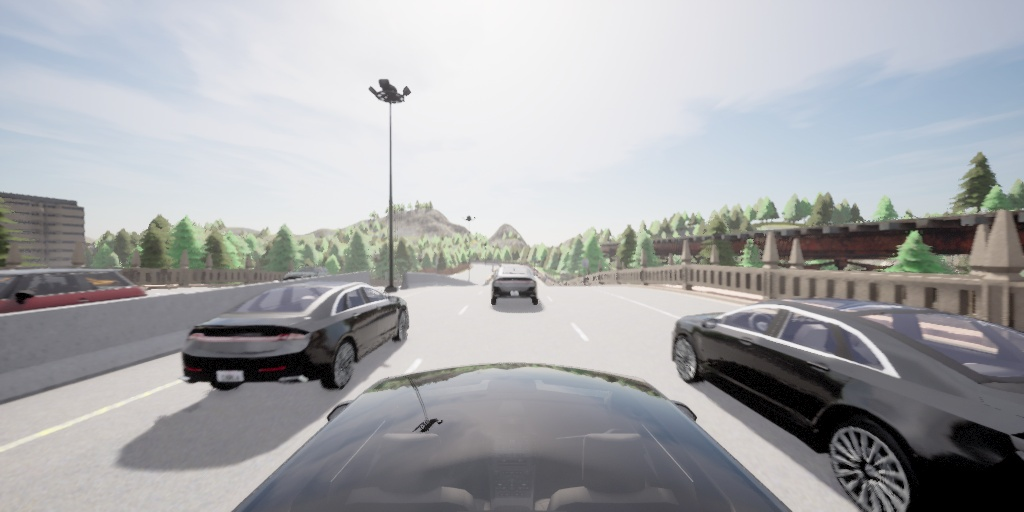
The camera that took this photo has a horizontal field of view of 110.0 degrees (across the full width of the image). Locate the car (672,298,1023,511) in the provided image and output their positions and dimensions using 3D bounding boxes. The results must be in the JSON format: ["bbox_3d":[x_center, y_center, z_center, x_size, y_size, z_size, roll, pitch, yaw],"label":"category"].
[{"bbox_3d":[3.600,1.230,4.123,2.128,1.511,4.902,0,0,0],"label":"car"}]

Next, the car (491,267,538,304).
[{"bbox_3d":[0.098,1.213,15.880,2.128,1.511,4.902,0,-1,0],"label":"car"}]

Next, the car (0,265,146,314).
[{"bbox_3d":[-10.600,1.075,7.521,2.097,1.767,4.553,0,0,0],"label":"car"}]

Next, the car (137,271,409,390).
[{"bbox_3d":[-3.400,1.219,6.749,2.128,1.511,4.902,0,0,0],"label":"car"}]

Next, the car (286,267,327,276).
[{"bbox_3d":[-17.593,1.710,31.144,2.097,1.767,4.553,0,-4,0],"label":"car"}]
